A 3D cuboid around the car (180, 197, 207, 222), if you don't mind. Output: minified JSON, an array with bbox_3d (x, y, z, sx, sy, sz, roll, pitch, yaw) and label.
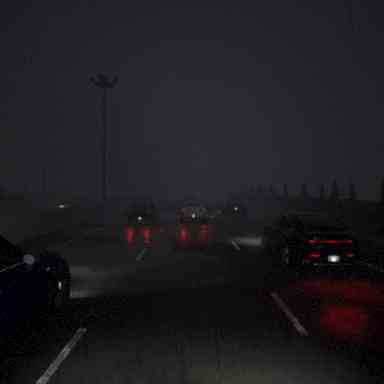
[{"bbox_3d":[0.102,1.338,24.504,1.812,1.442,4.674,0,1,0],"label":"car"}]

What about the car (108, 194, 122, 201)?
[{"bbox_3d":[-14.592,1.134,63.200,2.033,1.411,5.357,0,0,-2],"label":"car"}]

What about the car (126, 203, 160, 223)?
[{"bbox_3d":[-3.397,1.418,23.918,1.895,1.301,4.718,0,0,0],"label":"car"}]

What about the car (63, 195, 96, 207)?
[{"bbox_3d":[-10.591,1.277,32.595,1.812,1.442,4.674,0,0,0],"label":"car"}]

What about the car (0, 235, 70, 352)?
[{"bbox_3d":[-3.400,1.316,4.601,2.097,1.767,4.553,0,0,0],"label":"car"}]

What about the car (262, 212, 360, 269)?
[{"bbox_3d":[3.601,1.421,10.864,1.837,1.490,4.892,0,0,0],"label":"car"}]

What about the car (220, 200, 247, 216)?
[{"bbox_3d":[3.603,1.340,29.246,1.994,1.385,4.181,0,0,0],"label":"car"}]
